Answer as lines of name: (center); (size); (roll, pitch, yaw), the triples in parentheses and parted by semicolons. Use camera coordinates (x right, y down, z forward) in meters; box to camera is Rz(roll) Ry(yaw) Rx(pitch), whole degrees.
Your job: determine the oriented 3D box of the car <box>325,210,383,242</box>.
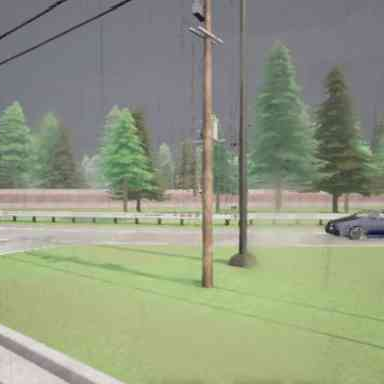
car: (8.680, 1.562, 15.997); (4.181, 1.385, 1.994); (0, 0, -1)
